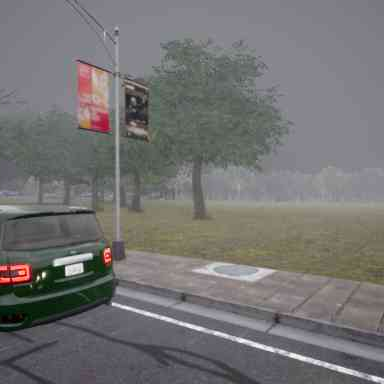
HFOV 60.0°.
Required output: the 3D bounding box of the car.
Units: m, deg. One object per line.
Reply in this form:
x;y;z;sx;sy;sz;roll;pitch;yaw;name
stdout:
-3.889;1.234;6.414;5.566;2.045;2.150;0;0;36;car
